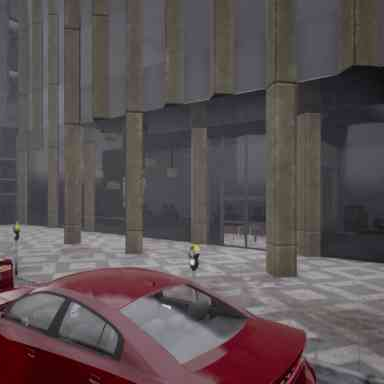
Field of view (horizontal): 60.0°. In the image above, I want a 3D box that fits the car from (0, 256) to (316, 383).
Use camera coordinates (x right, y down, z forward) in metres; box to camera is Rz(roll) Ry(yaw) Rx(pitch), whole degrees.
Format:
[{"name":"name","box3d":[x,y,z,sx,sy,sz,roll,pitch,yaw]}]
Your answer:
[{"name":"car","box3d":[-1.023,1.545,3.694,4.507,1.381,1.887,0,0,36]}]
